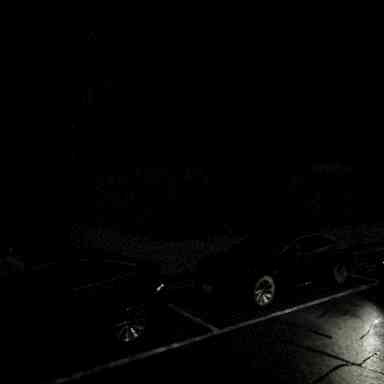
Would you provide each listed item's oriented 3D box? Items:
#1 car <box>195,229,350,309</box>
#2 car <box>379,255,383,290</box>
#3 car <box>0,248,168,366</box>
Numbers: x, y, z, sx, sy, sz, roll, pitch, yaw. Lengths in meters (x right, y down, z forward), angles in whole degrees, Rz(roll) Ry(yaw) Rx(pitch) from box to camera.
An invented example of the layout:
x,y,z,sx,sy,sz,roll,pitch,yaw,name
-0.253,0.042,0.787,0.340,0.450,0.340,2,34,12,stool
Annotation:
x,y,z,sx,sy,sz,roll,pitch,yaw,name
2.100,1.619,8.029,4.313,1.339,1.947,1,0,-35,car
6.388,1.560,7.935,5.008,1.535,1.882,1,0,-35,car
-2.398,1.572,4.822,4.313,1.339,1.947,1,0,-35,car
